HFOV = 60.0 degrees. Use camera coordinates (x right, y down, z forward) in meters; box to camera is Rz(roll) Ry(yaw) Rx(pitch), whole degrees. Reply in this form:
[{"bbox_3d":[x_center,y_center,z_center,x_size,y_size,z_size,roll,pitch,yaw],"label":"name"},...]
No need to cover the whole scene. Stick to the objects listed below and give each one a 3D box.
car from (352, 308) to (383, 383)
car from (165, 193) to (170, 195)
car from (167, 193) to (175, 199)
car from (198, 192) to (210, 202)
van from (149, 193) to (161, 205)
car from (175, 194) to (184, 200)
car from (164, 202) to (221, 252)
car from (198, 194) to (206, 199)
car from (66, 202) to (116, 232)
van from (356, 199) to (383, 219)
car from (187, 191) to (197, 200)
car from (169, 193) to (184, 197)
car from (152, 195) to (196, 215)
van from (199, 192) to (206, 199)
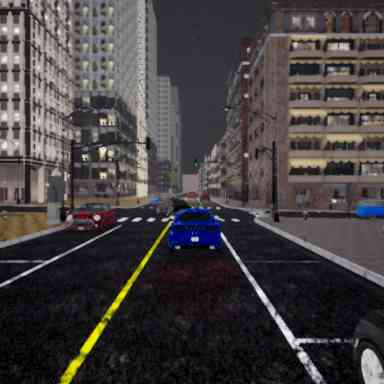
[{"bbox_3d":[2.690,1.539,2.144,2.008,1.369,4.403,0,0,0],"label":"car"},{"bbox_3d":[-5.680,1.187,73.599,1.752,1.417,4.829,0,0,0],"label":"car"},{"bbox_3d":[-5.677,1.033,90.421,1.967,1.590,4.097,0,0,0],"label":"car"},{"bbox_3d":[2.699,0.999,68.218,2.192,1.841,5.009,0,0,0],"label":"car"},{"bbox_3d":[-5.683,1.097,51.565,1.690,1.788,3.998,0,0,0],"label":"van"},{"bbox_3d":[-2.986,1.189,79.551,1.994,1.385,4.181,0,0,0],"label":"car"},{"bbox_3d":[0.103,1.410,13.598,1.882,1.535,5.008,0,0,0],"label":"car"},{"bbox_3d":[2.703,1.143,90.421,2.008,1.369,4.403,0,0,0],"label":"car"},{"bbox_3d":[-5.688,1.346,19.091,1.967,1.590,4.097,0,0,0],"label":"car"},{"bbox_3d":[16.934,1.558,29.822,3.998,1.788,1.690,1,-1,0],"label":"van"},{"bbox_3d":[0.016,0.850,80.672,2.150,2.045,5.566,0,0,0],"label":"car"},{"bbox_3d":[-3.007,1.303,64.029,1.895,1.301,4.718,0,0,1],"label":"car"},{"bbox_3d":[-1.741,1.368,29.497,1.837,1.490,4.892,2,0,-23],"label":"car"},{"bbox_3d":[2.702,0.956,84.870,1.690,1.788,3.998,0,0,0],"label":"van"}]
